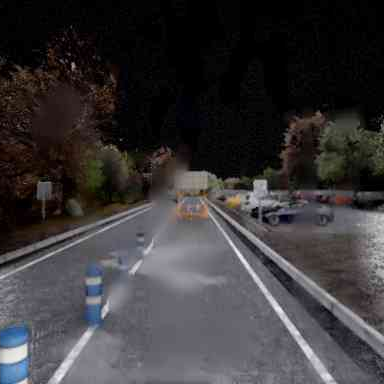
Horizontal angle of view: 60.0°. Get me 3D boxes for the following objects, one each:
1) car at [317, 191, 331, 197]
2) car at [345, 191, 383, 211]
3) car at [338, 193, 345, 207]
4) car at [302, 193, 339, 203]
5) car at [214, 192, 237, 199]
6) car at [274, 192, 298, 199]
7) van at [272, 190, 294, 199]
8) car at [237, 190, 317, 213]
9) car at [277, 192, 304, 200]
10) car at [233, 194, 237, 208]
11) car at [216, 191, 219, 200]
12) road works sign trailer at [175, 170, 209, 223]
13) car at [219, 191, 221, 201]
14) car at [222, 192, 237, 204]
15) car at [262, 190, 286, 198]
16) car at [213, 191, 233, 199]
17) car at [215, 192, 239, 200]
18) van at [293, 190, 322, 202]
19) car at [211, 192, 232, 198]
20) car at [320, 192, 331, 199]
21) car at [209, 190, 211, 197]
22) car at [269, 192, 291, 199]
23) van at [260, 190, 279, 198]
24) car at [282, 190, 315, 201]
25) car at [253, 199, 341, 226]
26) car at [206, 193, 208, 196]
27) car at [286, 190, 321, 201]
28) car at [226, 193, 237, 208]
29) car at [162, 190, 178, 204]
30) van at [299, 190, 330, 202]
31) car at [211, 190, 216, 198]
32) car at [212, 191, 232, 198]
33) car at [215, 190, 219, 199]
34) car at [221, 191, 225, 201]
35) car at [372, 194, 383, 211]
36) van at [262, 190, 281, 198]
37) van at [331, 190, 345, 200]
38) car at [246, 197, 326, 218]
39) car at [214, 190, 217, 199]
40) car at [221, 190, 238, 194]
[{"bbox_3d":[20.124,1.023,46.691,4.792,1.488,2.163,0,1,0],"label":"car"},{"bbox_3d":[20.029,0.901,35.614,5.566,2.045,2.435,0,1,0],"label":"car"},{"bbox_3d":[19.996,1.137,38.388,4.792,1.488,2.163,0,1,0],"label":"car"},{"bbox_3d":[20.147,0.943,52.228,5.008,1.535,2.097,0,0,0],"label":"car"},{"bbox_3d":[7.222,0.807,71.838,4.892,1.521,2.231,0,0,0],"label":"car"},{"bbox_3d":[20.310,0.839,71.743,4.674,1.452,2.002,0,0,0],"label":"car"},{"bbox_3d":[20.447,0.552,74.511,4.442,1.987,1.878,0,0,0],"label":"van"},{"bbox_3d":[6.879,1.041,27.430,5.566,2.045,2.435,0,1,0],"label":"car"},{"bbox_3d":[20.277,0.820,68.848,5.008,1.535,2.097,0,0,0],"label":"car"},{"bbox_3d":[6.904,1.204,32.986,4.892,1.521,2.231,0,1,0],"label":"car"},{"bbox_3d":[7.081,0.938,57.958,4.792,1.488,2.163,0,0,0],"label":"car"},{"bbox_3d":[-0.009,0.237,23.300,2.380,3.560,2.880,0,1,0],"label":"road works sign trailer"},{"bbox_3d":[7.092,0.979,52.405,4.792,1.488,2.163,0,0,0],"label":"car"},{"bbox_3d":[6.784,1.066,41.435,5.366,1.575,1.946,0,1,0],"label":"car"},{"bbox_3d":[20.373,0.465,82.822,5.566,2.045,2.435,0,0,0],"label":"car"},{"bbox_3d":[7.244,0.639,77.389,4.553,1.767,2.185,0,0,0],"label":"car"},{"bbox_3d":[7.211,0.827,69.062,4.892,1.521,2.231,0,0,0],"label":"car"},{"bbox_3d":[20.072,0.677,57.767,4.442,1.987,1.878,0,0,0],"label":"van"},{"bbox_3d":[7.317,0.723,82.942,5.008,1.535,2.097,0,0,0],"label":"car"},{"bbox_3d":[20.101,1.054,44.052,4.792,1.488,2.163,0,1,1],"label":"car"},{"bbox_3d":[7.066,0.782,74.615,5.366,1.575,1.946,0,0,0],"label":"car"},{"bbox_3d":[20.351,0.799,77.158,4.674,1.452,2.002,0,0,0],"label":"car"},{"bbox_3d":[20.564,0.451,88.236,4.442,1.987,1.878,0,0,0],"label":"van"},{"bbox_3d":[20.207,0.610,63.306,5.566,2.045,2.435,0,0,0],"label":"car"},{"bbox_3d":[6.774,1.412,21.883,4.792,1.488,2.163,0,1,0],"label":"car"},{"bbox_3d":[7.421,0.410,91.268,5.566,2.045,2.435,0,0,0],"label":"car"},{"bbox_3d":[20.184,0.631,60.536,5.566,2.045,2.435,0,0,0],"label":"car"},{"bbox_3d":[6.736,1.155,35.763,5.366,1.575,1.946,0,1,0],"label":"car"},{"bbox_3d":[-3.251,0.705,50.995,2.150,2.045,5.566,0,1,1],"label":"car"},{"bbox_3d":[20.281,0.697,54.995,4.442,1.987,1.878,0,0,0],"label":"van"},{"bbox_3d":[6.995,0.844,66.288,5.366,1.575,1.946,0,0,0],"label":"car"},{"bbox_3d":[7.267,0.618,80.165,4.553,1.767,2.185,0,0,0],"label":"car"},{"bbox_3d":[7.104,0.917,60.734,4.792,1.488,2.163,0,0,0],"label":"car"},{"bbox_3d":[7.010,1.001,46.853,4.892,1.521,2.231,0,1,0],"label":"car"},{"bbox_3d":[19.768,1.239,30.081,5.366,1.575,1.946,0,1,0],"label":"car"},{"bbox_3d":[20.542,0.470,85.591,4.442,1.987,1.878,0,0,0],"label":"van"},{"bbox_3d":[20.165,0.838,41.277,4.442,1.987,1.878,0,1,0],"label":"van"},{"bbox_3d":[6.832,1.337,24.658,5.008,1.535,2.097,0,1,0],"label":"car"},{"bbox_3d":[7.128,0.897,63.510,4.792,1.488,2.163,0,0,0],"label":"car"},{"bbox_3d":[7.070,0.847,49.631,4.553,1.767,2.185,0,1,0],"label":"car"}]
